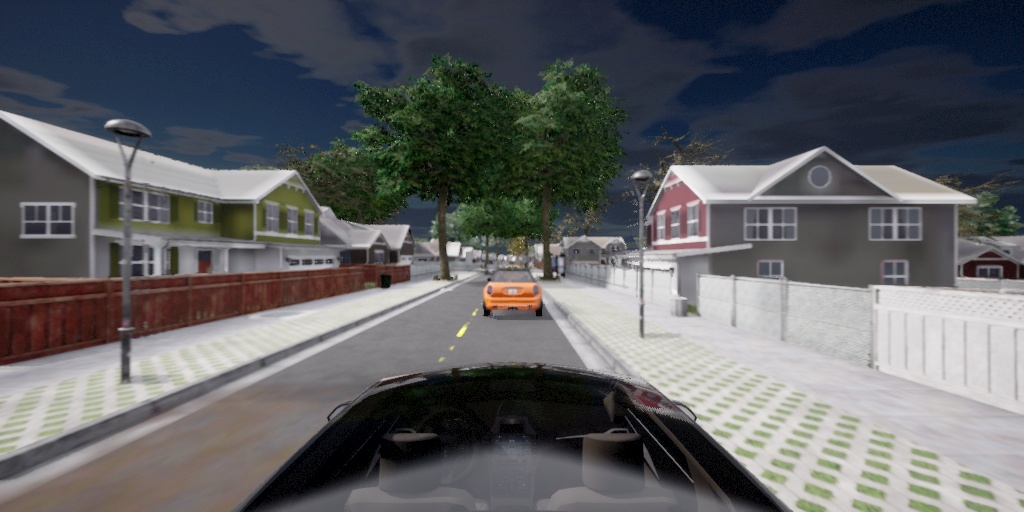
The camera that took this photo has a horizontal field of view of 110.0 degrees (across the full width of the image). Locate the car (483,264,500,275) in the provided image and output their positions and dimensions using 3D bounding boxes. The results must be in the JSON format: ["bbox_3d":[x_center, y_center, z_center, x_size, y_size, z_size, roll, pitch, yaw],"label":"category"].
[{"bbox_3d":[-2.775,1.827,49.932,2.128,1.511,4.902,0,-1,0],"label":"car"}]

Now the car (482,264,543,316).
[{"bbox_3d":[0.048,1.225,14.134,2.097,1.767,4.553,0,-1,1],"label":"car"}]
